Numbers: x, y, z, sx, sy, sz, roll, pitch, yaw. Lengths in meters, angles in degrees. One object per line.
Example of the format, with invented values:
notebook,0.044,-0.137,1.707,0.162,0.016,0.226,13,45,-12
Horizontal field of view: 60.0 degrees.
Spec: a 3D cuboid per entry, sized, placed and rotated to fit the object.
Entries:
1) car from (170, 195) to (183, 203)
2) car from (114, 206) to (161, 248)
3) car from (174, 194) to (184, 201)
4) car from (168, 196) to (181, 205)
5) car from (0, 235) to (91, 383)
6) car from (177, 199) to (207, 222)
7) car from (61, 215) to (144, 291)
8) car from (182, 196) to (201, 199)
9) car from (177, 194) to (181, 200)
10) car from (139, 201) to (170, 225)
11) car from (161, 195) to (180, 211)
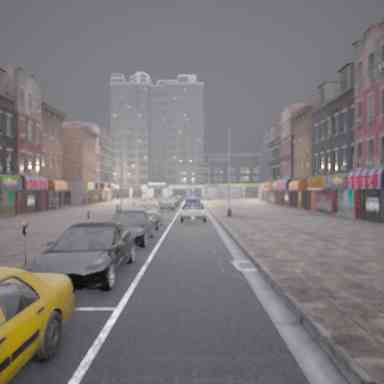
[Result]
car,-2.660,1.228,57.933,1.947,1.339,4.313,0,0,0
car,-2.644,1.481,14.317,1.947,1.339,4.313,0,0,0
car,-2.664,1.164,68.838,1.947,1.339,4.313,0,0,0
car,-2.658,1.276,52.481,1.802,1.307,4.206,0,0,0
car,-2.640,1.506,3.243,1.752,1.417,4.829,0,0,0
car,0.089,1.456,24.752,1.895,1.301,4.718,0,0,0
car,-2.642,1.513,8.865,1.947,1.339,4.313,0,0,0
car,0.083,1.226,43.222,1.882,1.535,5.008,0,0,0
car,-2.654,1.284,41.407,1.752,1.417,4.829,0,0,0
car,-2.646,1.435,19.769,2.008,1.369,4.403,0,0,0
car,-2.652,1.340,36.125,2.008,1.369,4.403,0,0,0
